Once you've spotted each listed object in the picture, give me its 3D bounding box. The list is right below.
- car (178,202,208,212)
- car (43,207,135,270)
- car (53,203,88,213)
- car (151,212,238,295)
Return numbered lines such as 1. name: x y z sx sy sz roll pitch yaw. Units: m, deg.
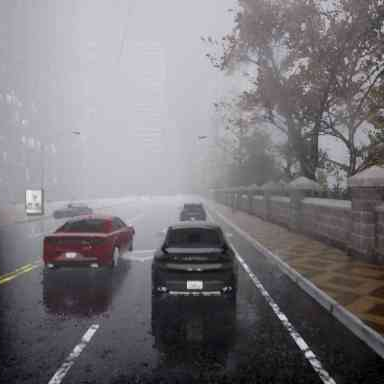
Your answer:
1. car: 0.072 1.528 24.414 1.837 1.490 4.892 0 0 0
2. car: -3.151 1.486 11.116 1.882 1.535 5.008 0 0 0
3. car: -9.850 1.627 27.748 1.895 1.301 4.718 0 0 0
4. car: 0.068 1.512 8.740 1.837 1.490 4.892 0 0 0
